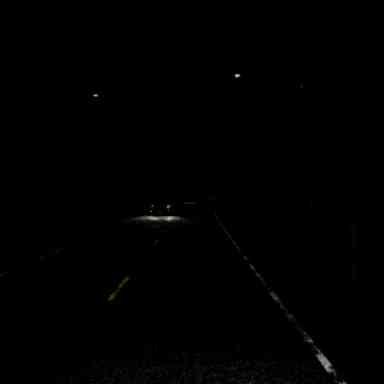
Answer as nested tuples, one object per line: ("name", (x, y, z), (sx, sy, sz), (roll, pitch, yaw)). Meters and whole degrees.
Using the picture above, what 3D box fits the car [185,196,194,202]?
("car", (-0.516, 1.534, 74.133), (2.033, 1.411, 5.357), (0, 0, 4))

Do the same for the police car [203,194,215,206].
("police car", (2.823, 1.480, 56.840), (1.930, 1.638, 5.238), (0, 0, 4))

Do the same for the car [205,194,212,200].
("car", (4.629, 1.335, 92.410), (1.882, 1.535, 5.008), (0, 0, 6))

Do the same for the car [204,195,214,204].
("car", (3.493, 1.511, 66.869), (1.801, 1.575, 5.366), (0, 0, 4))

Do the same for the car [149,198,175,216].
("car", (-2.948, 1.393, 33.478), (2.097, 1.767, 4.553), (0, 0, 2))

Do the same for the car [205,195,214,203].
("car", (3.928, 1.532, 72.644), (1.882, 1.535, 5.008), (0, 0, 4))
